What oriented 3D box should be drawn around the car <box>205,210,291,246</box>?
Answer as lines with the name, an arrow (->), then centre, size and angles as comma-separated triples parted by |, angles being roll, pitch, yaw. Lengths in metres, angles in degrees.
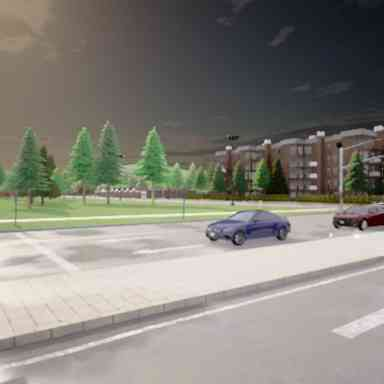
car -> 2.769, 1.591, 15.777 | 4.674, 1.442, 1.812 | 0, 0, -36

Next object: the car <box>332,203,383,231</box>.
car -> 11.206, 1.602, 21.774 | 5.008, 1.535, 1.882 | 0, 0, -35

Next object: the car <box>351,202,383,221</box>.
car -> 16.435, 1.701, 29.842 | 4.674, 1.442, 1.812 | 0, 0, -36
